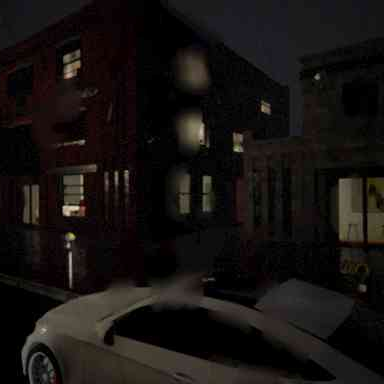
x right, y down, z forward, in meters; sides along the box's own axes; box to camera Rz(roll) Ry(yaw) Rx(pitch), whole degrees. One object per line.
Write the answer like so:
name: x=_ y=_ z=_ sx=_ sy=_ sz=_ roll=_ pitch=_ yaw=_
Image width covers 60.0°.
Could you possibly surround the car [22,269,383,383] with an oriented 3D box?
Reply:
car: x=0.230 y=1.537 z=3.273 sx=4.674 sy=1.442 sz=1.812 roll=-1 pitch=0 yaw=35
